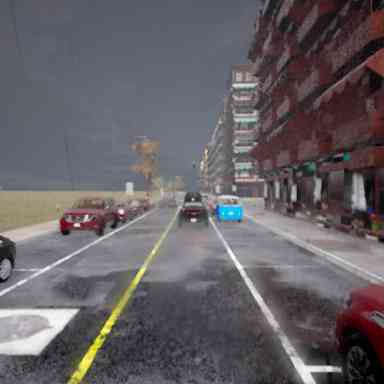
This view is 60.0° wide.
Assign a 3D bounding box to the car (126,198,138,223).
[{"bbox_3d":[-5.303,1.276,23.395,1.967,1.590,4.097,1,0,0],"label":"car"}]

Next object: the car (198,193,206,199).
[{"bbox_3d":[2.582,0.997,84.266,1.802,1.307,4.206,1,0,0],"label":"car"}]

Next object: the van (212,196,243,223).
[{"bbox_3d":[2.579,1.174,23.794,1.690,1.788,3.998,1,0,0],"label":"van"}]

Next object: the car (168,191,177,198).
[{"bbox_3d":[-5.295,0.694,89.442,2.192,1.841,5.009,1,0,0],"label":"car"}]

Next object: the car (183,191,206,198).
[{"bbox_3d":[0.107,0.950,38.761,2.150,2.045,5.566,0,0,0],"label":"car"}]

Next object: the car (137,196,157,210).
[{"bbox_3d":[-5.302,1.247,39.834,1.752,1.417,4.829,1,0,0],"label":"car"}]

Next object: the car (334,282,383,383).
[{"bbox_3d":[2.577,1.303,1.615,2.192,1.841,5.009,1,0,0],"label":"car"}]

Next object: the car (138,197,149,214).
[{"bbox_3d":[-5.303,1.348,28.932,2.008,1.369,4.403,1,0,0],"label":"car"}]

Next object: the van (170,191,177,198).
[{"bbox_3d":[-5.295,0.682,95.096,1.690,1.788,3.998,1,0,0],"label":"van"}]

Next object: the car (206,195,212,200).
[{"bbox_3d":[2.578,1.234,29.340,1.967,1.590,4.097,1,0,0],"label":"car"}]

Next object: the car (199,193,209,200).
[{"bbox_3d":[2.581,1.043,72.943,2.008,1.369,4.403,1,0,0],"label":"car"}]

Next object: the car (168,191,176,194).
[{"bbox_3d":[-5.297,0.858,83.789,1.967,1.590,4.097,1,0,0],"label":"car"}]

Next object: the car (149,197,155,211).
[{"bbox_3d":[-5.303,1.304,34.468,1.887,1.381,4.507,1,0,0],"label":"car"}]

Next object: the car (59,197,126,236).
[{"bbox_3d":[-5.302,1.190,17.858,2.192,1.841,5.009,1,0,0],"label":"car"}]

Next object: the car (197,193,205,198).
[{"bbox_3d":[2.583,0.903,95.587,1.947,1.339,4.313,1,0,0],"label":"car"}]

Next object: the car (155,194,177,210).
[{"bbox_3d":[-2.762,1.277,38.659,2.033,1.411,5.357,0,0,1],"label":"car"}]

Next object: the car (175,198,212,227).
[{"bbox_3d":[0.102,1.355,21.457,1.837,1.490,4.892,0,1,0],"label":"car"}]

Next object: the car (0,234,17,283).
[{"bbox_3d":[-5.305,1.503,6.787,2.008,1.369,4.403,1,0,0],"label":"car"}]
